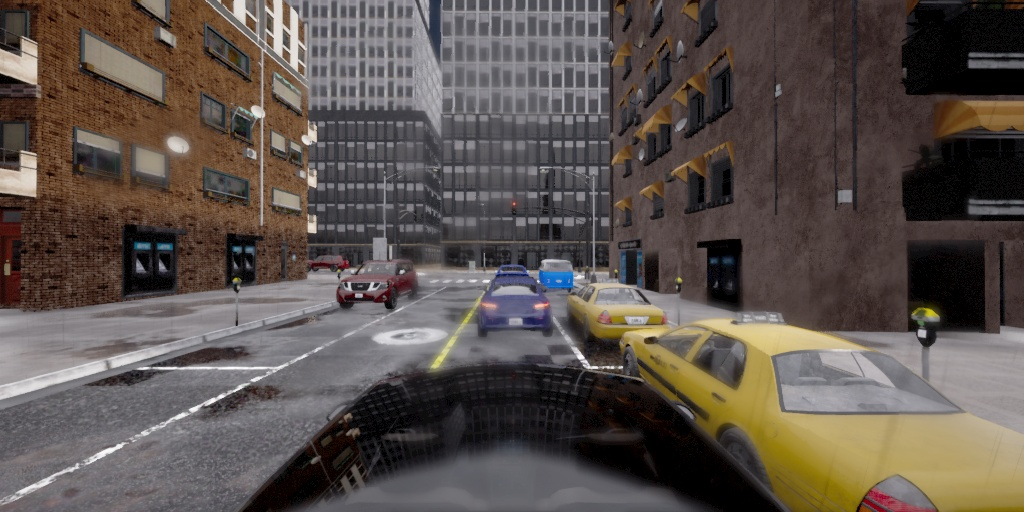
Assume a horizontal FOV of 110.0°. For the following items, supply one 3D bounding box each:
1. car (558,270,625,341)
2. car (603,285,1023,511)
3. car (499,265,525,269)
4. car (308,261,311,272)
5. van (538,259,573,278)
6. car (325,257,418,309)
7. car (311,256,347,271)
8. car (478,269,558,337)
[{"bbox_3d":[2.532,1.277,9.645,1.751,1.417,4.829,0,0,0],"label":"car"},{"bbox_3d":[2.565,1.276,4.005,1.751,1.417,4.829,0,0,0],"label":"car"},{"bbox_3d":[0.007,1.233,20.424,1.882,1.535,5.008,0,0,0],"label":"car"},{"bbox_3d":[-21.007,1.084,32.442,4.207,1.307,1.802,0,0,-1],"label":"car"},{"bbox_3d":[2.468,1.096,20.755,1.690,1.789,3.998,0,0,0],"label":"van"},{"bbox_3d":[-5.379,1.068,15.070,2.192,1.841,5.009,0,0,0],"label":"car"},{"bbox_3d":[-21.095,0.863,40.581,5.009,1.841,2.192,0,0,-1],"label":"car"},{"bbox_3d":[0.061,1.277,10.163,1.812,1.442,4.674,0,0,-1],"label":"car"}]
